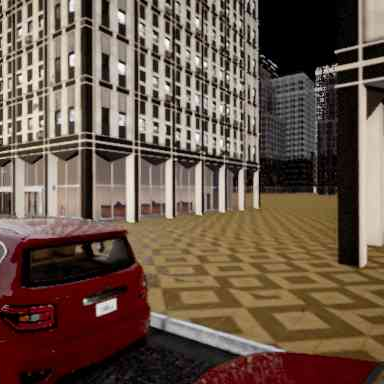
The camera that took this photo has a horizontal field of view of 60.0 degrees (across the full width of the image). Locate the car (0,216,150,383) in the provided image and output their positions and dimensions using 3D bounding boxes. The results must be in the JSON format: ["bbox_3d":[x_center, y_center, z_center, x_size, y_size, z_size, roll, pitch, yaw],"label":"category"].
[{"bbox_3d":[-2.852,1.287,4.910,5.009,1.841,2.192,0,0,35],"label":"car"}]

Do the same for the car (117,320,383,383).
[{"bbox_3d":[1.777,1.585,1.614,4.206,1.307,1.802,0,0,35],"label":"car"}]
